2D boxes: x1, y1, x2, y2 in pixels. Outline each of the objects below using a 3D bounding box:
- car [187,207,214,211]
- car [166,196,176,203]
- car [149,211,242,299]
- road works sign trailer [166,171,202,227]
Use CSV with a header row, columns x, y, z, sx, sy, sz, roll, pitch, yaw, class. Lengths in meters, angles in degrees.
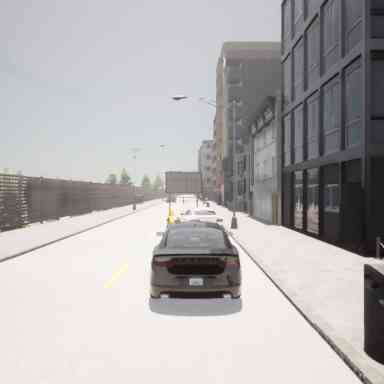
x,y,z,sx,sy,sz,roll,pitch,yaw,class
0.420,1.539,17.859,1.812,1.442,4.674,0,-1,-9,car
-4.222,1.503,66.695,1.837,1.490,4.892,0,0,0,car
0.071,1.477,8.508,1.882,1.535,5.008,0,0,0,car
-0.570,0.464,21.341,2.380,3.560,2.880,0,0,-17,road works sign trailer
